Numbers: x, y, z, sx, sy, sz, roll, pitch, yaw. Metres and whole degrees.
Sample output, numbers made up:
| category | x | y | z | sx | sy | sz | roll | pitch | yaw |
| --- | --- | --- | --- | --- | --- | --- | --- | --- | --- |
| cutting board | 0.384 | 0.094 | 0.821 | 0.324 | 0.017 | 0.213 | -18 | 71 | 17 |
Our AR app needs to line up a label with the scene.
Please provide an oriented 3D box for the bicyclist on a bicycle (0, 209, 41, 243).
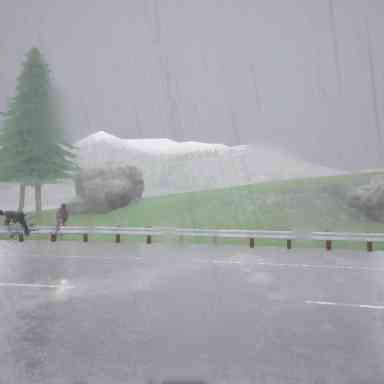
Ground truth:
| category | x | y | z | sx | sy | sz | roll | pitch | yaw |
| --- | --- | --- | --- | --- | --- | --- | --- | --- | --- |
| bicyclist on a bicycle | -7.583 | 1.314 | 14.269 | 1.656 | 1.620 | 0.582 | -31 | 34 | -11 |

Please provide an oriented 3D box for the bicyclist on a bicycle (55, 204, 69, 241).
| category | x | y | z | sx | sy | sz | roll | pitch | yaw |
| --- | --- | --- | --- | --- | --- | --- | --- | --- | --- |
| bicyclist on a bicycle | -5.972 | 1.370 | 15.216 | 0.582 | 1.620 | 1.656 | 6 | -18 | -12 |
